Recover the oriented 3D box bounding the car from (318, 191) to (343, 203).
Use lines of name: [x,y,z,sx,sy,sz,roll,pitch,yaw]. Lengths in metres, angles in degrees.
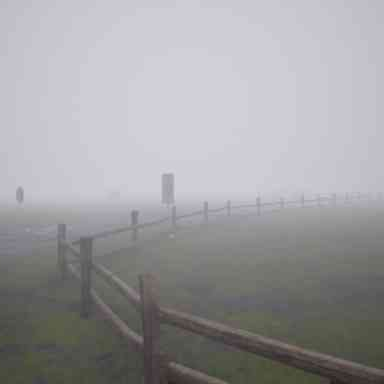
car: [19.485,0.669,46.673,5.008,1.535,1.882,-1,1,-43]
